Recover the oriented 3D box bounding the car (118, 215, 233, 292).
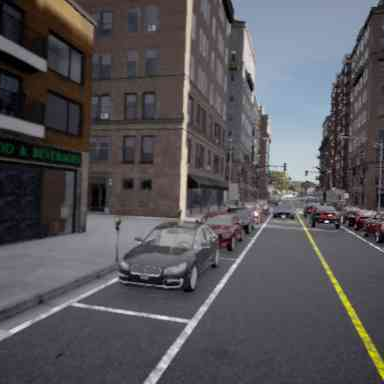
[{"bbox_3d":[-0.364,1.510,8.859,2.008,1.369,4.403,2,0,16],"label":"car"}]

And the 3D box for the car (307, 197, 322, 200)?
[{"bbox_3d":[22.536,1.970,60.021,2.192,1.841,5.009,2,0,16],"label":"car"}]

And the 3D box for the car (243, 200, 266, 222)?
[{"bbox_3d":[4.285,1.523,25.260,1.967,1.590,4.097,2,0,16],"label":"car"}]

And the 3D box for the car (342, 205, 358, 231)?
[{"bbox_3d":[11.997,1.923,23.073,1.887,1.381,4.507,2,0,16],"label":"car"}]

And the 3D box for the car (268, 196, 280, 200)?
[{"bbox_3d":[16.229,1.711,67.528,2.192,1.841,5.009,2,0,16],"label":"car"}]

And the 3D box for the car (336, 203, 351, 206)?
[{"bbox_3d":[13.545,1.969,28.540,2.008,1.369,4.403,2,0,16],"label":"car"}]

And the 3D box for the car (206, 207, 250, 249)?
[{"bbox_3d":[1.185,1.545,14.326,1.887,1.381,4.507,2,0,16],"label":"car"}]

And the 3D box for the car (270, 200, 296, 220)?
[{"bbox_3d":[8.678,1.776,31.359,2.033,1.411,5.357,2,0,16],"label":"car"}]

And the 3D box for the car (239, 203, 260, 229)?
[{"bbox_3d":[2.732,1.608,19.793,1.947,1.339,4.313,2,0,16],"label":"car"}]

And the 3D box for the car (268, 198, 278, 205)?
[{"bbox_3d":[17.722,2.001,72.824,1.947,1.339,4.313,2,0,16],"label":"car"}]

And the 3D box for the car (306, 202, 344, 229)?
[{"bbox_3d":[9.827,1.794,24.840,1.837,1.490,4.892,2,0,16],"label":"car"}]

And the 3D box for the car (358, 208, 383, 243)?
[{"bbox_3d":[10.453,1.777,17.606,1.967,1.590,4.097,2,0,16],"label":"car"}]

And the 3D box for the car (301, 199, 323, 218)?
[{"bbox_3d":[12.588,1.869,34.604,1.837,1.490,4.892,2,0,17],"label":"car"}]

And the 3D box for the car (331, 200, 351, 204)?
[{"bbox_3d":[15.102,1.775,34.007,2.192,1.841,5.009,2,0,16],"label":"car"}]

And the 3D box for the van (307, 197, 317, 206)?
[{"bbox_3d":[25.526,2.075,70.614,1.690,1.788,3.998,2,0,16],"label":"van"}]

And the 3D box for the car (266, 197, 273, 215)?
[{"bbox_3d":[7.382,1.604,36.194,1.967,1.590,4.097,2,0,16],"label":"car"}]
